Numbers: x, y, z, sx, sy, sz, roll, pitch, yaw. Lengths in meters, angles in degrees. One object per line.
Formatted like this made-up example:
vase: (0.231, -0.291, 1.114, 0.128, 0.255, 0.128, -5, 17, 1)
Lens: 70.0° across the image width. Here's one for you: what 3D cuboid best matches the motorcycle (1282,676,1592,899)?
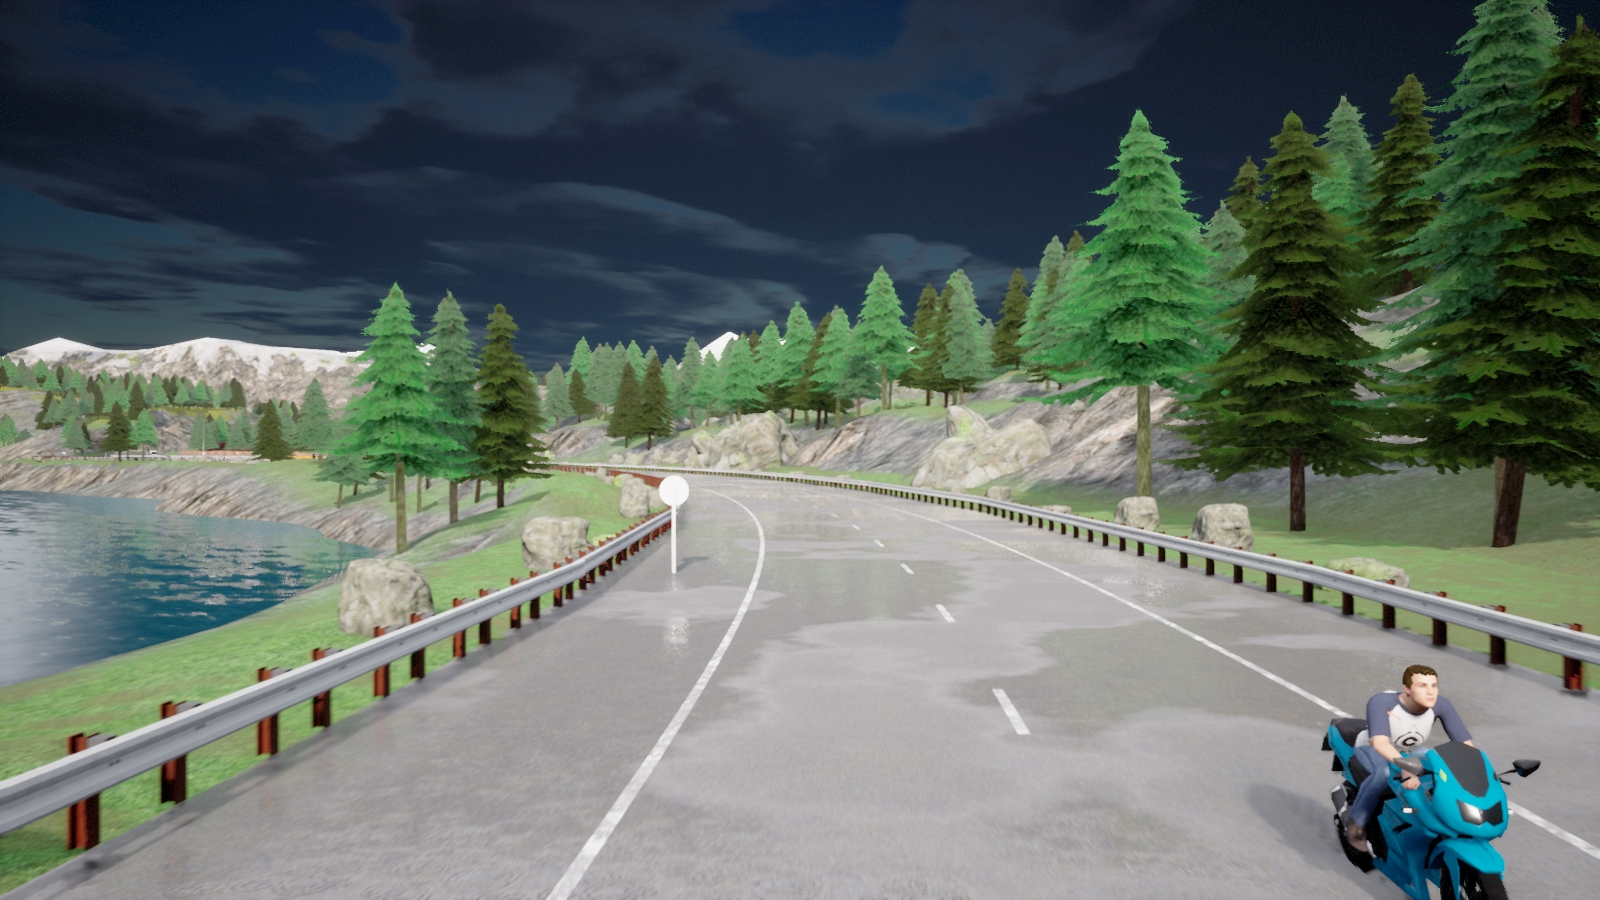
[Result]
motorcycle: (3.702, 2.177, 6.890, 0.803, 1.217, 2.033, 0, 0, 2)
